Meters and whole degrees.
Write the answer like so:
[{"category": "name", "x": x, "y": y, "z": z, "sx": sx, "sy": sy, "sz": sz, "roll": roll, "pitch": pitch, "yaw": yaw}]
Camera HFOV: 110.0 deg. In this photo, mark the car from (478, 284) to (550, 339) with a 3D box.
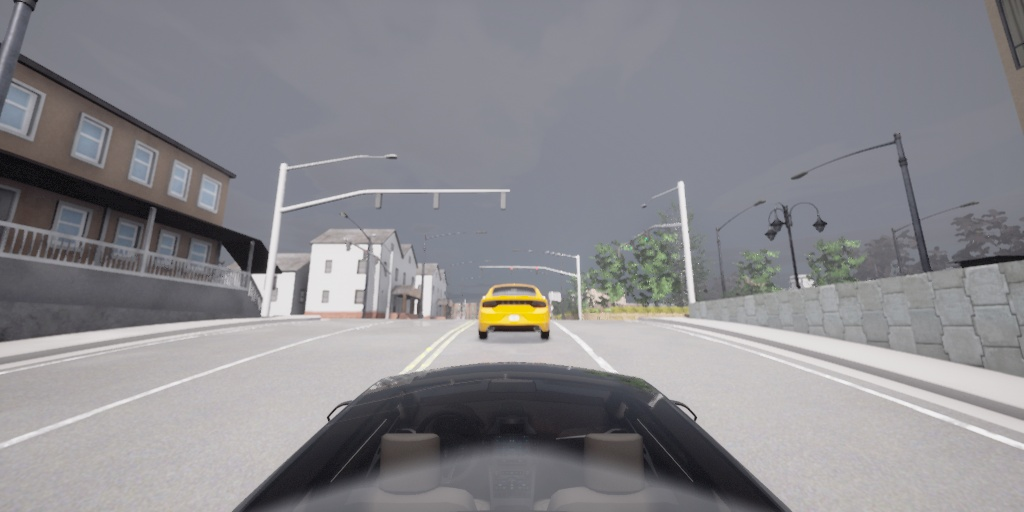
[{"category": "car", "x": 0.064, "y": 1.629, "z": 11.188, "sx": 1.882, "sy": 1.535, "sz": 5.008, "roll": 0, "pitch": -6, "yaw": 0}]
